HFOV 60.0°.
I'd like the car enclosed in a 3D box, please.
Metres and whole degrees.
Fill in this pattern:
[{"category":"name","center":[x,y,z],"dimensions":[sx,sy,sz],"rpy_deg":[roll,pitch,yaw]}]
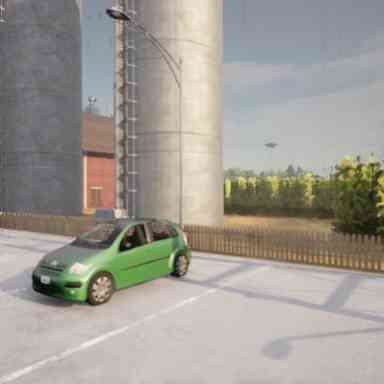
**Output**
[{"category":"car","center":[-1.781,1.511,8.263],"dimensions":[1.851,1.617,3.988],"rpy_deg":[0,0,35]}]
